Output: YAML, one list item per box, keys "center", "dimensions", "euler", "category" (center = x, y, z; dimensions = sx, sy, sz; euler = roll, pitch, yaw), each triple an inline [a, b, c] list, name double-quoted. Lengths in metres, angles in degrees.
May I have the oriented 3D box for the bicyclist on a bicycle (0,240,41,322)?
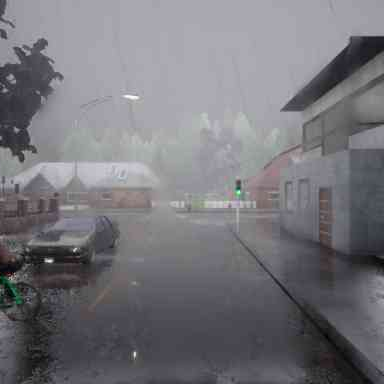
- center: [-3.431, 1.454, 5.728]
  dimensions: [1.656, 1.620, 0.582]
  euler: [-2, 0, 0]
  category: "bicyclist on a bicycle"

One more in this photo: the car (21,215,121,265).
- center: [-3.971, 1.547, 12.014]
  dimensions: [2.033, 1.411, 5.357]
  euler: [0, 0, 1]
  category: "car"
